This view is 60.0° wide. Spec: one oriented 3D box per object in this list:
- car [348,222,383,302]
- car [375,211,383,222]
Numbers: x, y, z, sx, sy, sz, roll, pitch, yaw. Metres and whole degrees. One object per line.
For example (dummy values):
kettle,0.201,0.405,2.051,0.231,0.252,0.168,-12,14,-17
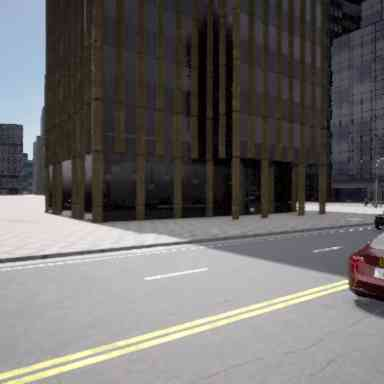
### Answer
car,5.432,1.555,7.435,4.792,1.488,2.163,0,0,-35
car,13.700,1.614,21.436,5.008,1.535,1.882,1,0,-35
